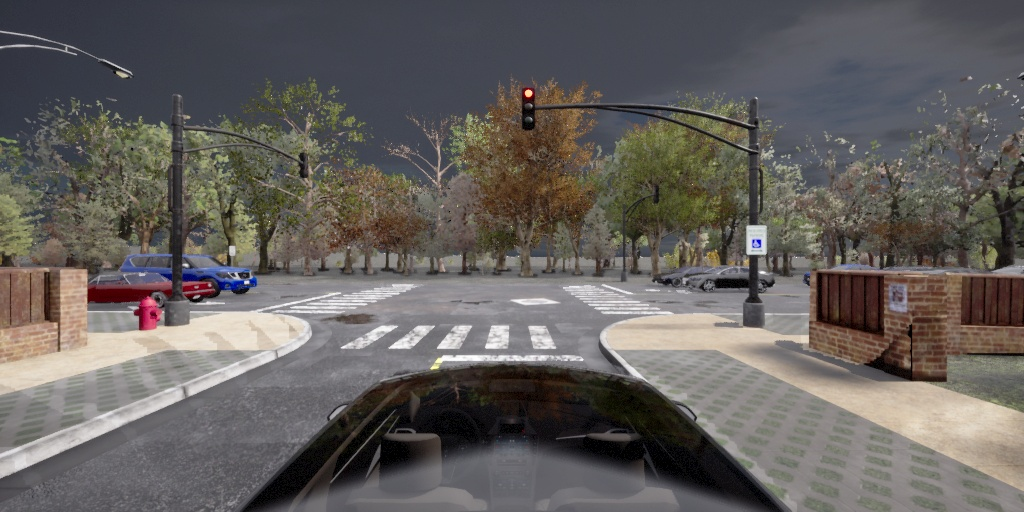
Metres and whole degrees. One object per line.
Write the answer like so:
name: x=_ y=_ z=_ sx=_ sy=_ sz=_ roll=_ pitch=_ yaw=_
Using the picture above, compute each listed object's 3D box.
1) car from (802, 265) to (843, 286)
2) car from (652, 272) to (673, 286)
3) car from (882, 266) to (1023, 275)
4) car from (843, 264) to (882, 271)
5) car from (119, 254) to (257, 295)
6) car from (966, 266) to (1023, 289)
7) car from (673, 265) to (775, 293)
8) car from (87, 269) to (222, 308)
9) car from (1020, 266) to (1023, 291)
car: x=22.381 y=1.317 z=24.058 sx=5.008 sy=1.535 sz=1.882 roll=0 pitch=0 yaw=0
car: x=12.323 y=1.353 z=24.044 sx=5.357 sy=1.411 sz=2.033 roll=0 pitch=0 yaw=0
car: x=21.502 y=1.306 z=17.358 sx=5.008 sy=1.535 sz=1.882 roll=0 pitch=0 yaw=0
car: x=22.769 y=1.328 z=20.808 sx=4.902 sy=1.511 sz=2.128 roll=0 pitch=0 yaw=0
car: x=-15.565 y=0.916 z=17.300 sx=5.566 sy=2.045 sz=2.150 roll=0 pitch=0 yaw=0
car: x=33.957 y=1.401 z=24.057 sx=4.674 sy=1.442 sz=1.812 roll=0 pitch=0 yaw=0
car: x=12.439 y=1.294 z=20.795 sx=4.902 sy=1.511 sz=2.128 roll=0 pitch=0 yaw=0
car: x=-14.638 y=1.295 z=14.049 sx=4.718 sy=1.301 sz=1.895 roll=0 pitch=0 yaw=-3
car: x=33.435 y=1.361 z=20.810 sx=4.902 sy=1.511 sz=2.128 roll=0 pitch=0 yaw=0
